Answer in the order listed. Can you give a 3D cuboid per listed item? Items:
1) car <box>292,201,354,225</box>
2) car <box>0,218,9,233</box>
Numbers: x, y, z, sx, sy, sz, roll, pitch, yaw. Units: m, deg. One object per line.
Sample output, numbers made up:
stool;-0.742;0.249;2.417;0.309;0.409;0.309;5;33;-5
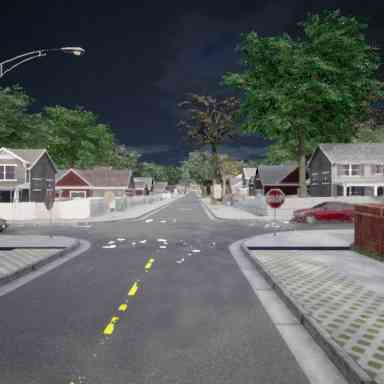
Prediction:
car;9.054;1.343;21.999;4.674;1.442;1.812;-1;0;0
car;-12.999;1.727;18.942;4.674;1.442;1.812;-1;0;0
